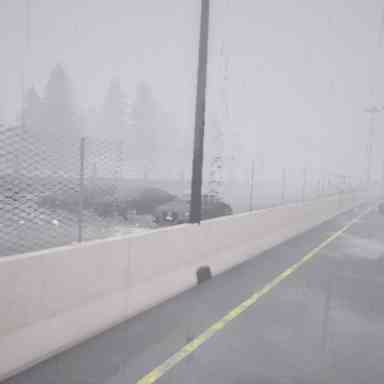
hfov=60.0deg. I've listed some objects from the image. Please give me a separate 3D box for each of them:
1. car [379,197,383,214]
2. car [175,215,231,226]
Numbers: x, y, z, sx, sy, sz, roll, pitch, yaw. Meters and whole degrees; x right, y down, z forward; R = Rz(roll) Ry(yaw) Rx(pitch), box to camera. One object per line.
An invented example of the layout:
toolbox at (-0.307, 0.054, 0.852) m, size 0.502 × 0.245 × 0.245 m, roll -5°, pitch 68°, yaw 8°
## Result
car at (14.962, 0.936, 24.456) m, size 1.994 × 1.385 × 4.181 m, roll 5°, pitch 4°, yaw 32°
car at (0.187, 0.773, 14.504) m, size 1.994 × 1.385 × 4.181 m, roll 5°, pitch 4°, yaw 32°
